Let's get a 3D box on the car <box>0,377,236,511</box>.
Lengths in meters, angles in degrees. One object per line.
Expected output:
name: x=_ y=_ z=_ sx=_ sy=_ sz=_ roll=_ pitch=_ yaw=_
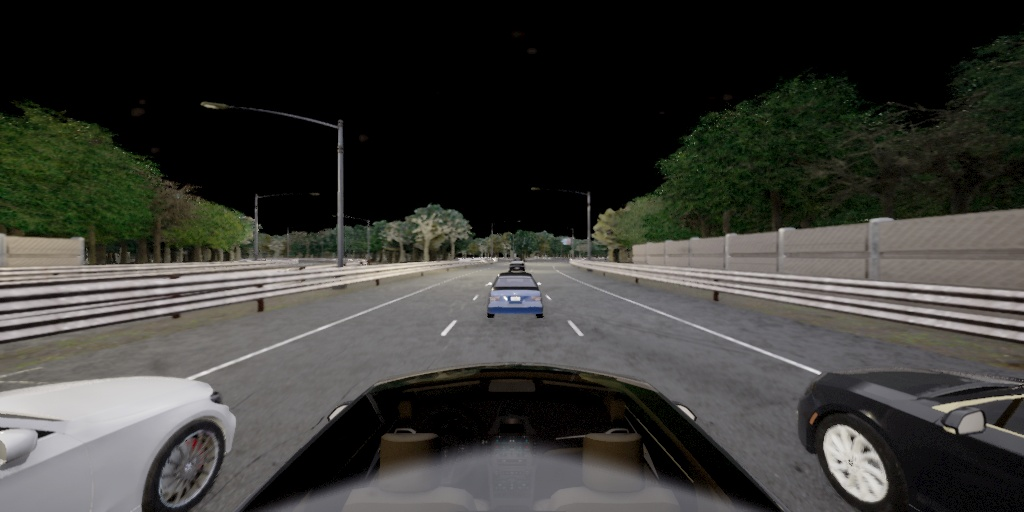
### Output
car: x=-3.400 y=1.275 z=1.256 sx=1.812 sy=1.442 sz=4.674 roll=0 pitch=0 yaw=0

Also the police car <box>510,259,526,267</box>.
police car: x=0.728 y=1.195 z=43.954 sx=1.930 sy=1.638 sz=5.238 roll=0 pitch=0 yaw=3

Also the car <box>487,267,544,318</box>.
car: x=0.102 y=1.300 z=13.018 sx=2.033 sy=1.411 sz=5.357 roll=0 pitch=0 yaw=0

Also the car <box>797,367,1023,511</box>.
car: x=3.601 y=1.255 z=1.370 sx=1.837 sy=1.490 sz=4.892 roll=0 pitch=0 yaw=0
